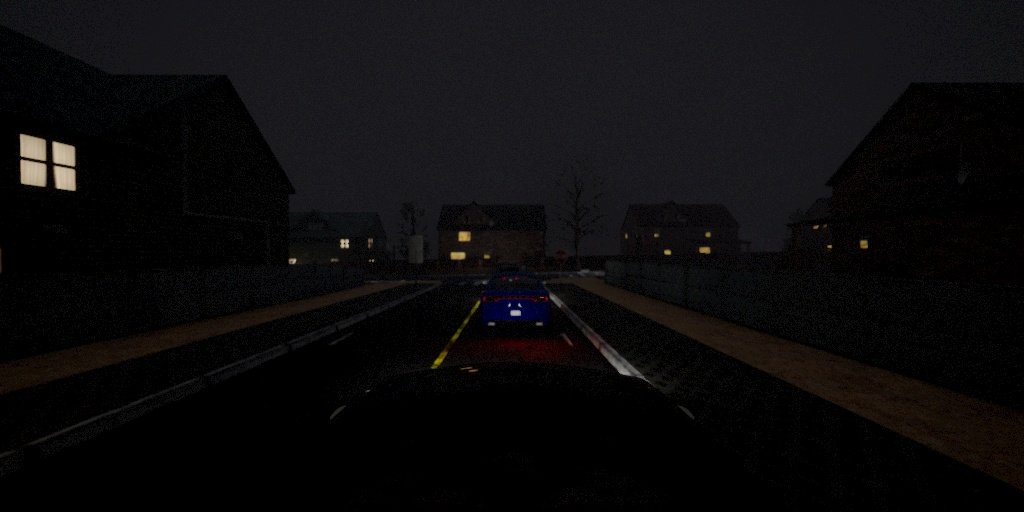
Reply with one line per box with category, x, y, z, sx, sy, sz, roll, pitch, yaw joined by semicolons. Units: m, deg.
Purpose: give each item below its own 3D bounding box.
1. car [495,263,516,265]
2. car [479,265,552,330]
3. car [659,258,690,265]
car;-0.477;1.215;24.517;1.837;1.490;4.892;0;0;-9
car;0.083;1.205;11.083;1.882;1.535;5.008;0;0;0
car;13.824;0.898;32.736;4.718;1.301;1.895;-1;1;0
